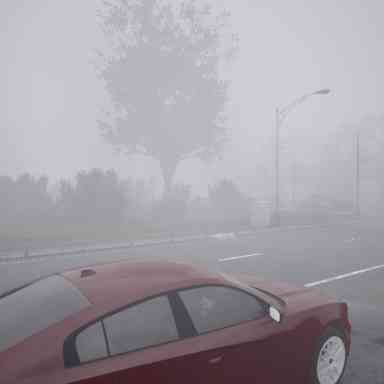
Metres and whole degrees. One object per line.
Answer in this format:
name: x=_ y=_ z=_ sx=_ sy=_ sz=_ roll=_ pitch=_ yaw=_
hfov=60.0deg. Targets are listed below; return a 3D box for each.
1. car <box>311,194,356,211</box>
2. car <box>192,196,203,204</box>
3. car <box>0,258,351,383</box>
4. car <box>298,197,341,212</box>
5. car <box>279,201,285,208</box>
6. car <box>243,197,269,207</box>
car: x=16.838 y=1.223 z=40.214 sx=2.150 sy=2.045 sz=5.566 roll=0 pitch=0 yaw=-32
car: x=1.485 y=1.473 z=57.684 sx=1.812 sy=1.442 sz=4.674 roll=0 pitch=0 yaw=-34
car: x=-0.284 y=1.478 z=3.542 sx=5.008 sy=1.535 sz=1.882 roll=0 pitch=0 yaw=-35
car: x=14.160 y=1.564 z=37.897 sx=1.994 sy=1.385 sz=4.181 roll=0 pitch=0 yaw=-32
car: x=11.453 y=1.517 z=48.731 sx=1.812 sy=1.442 sz=4.674 roll=0 pitch=0 yaw=-33
car: x=8.926 y=1.471 z=46.181 sx=1.882 sy=1.535 sz=5.008 roll=0 pitch=0 yaw=-32
